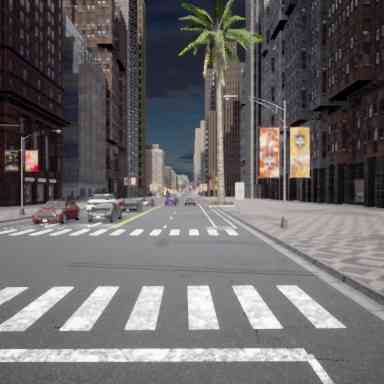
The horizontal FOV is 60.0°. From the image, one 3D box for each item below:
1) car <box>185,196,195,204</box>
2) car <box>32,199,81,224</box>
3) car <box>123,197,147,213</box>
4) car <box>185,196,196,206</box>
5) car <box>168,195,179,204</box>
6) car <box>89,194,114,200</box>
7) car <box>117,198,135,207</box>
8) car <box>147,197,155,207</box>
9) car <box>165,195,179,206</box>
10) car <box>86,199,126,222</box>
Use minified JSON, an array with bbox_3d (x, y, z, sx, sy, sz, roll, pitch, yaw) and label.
[{"bbox_3d":[-0.378,1.538,66.561,1.882,1.535,5.008,0,0,0],"label":"car"},{"bbox_3d":[-9.986,1.357,24.785,2.097,1.767,4.553,0,0,0],"label":"car"},{"bbox_3d":[-6.811,1.559,37.704,2.033,1.411,5.357,0,0,0],"label":"car"},{"bbox_3d":[-0.319,1.585,56.139,2.033,1.411,5.357,0,0,0],"label":"car"},{"bbox_3d":[-3.628,1.413,66.513,2.097,1.767,4.553,0,0,0],"label":"car"},{"bbox_3d":[-10.056,1.236,37.109,2.150,2.045,5.566,0,-1,0],"label":"car"},{"bbox_3d":[-10.121,1.630,51.437,1.895,1.301,4.718,0,0,-1],"label":"car"},{"bbox_3d":[-6.867,1.521,51.657,2.128,1.511,4.902,0,0,0],"label":"car"},{"bbox_3d":[-3.571,1.564,56.537,1.812,1.442,4.674,0,0,0],"label":"car"},{"bbox_3d":[-6.742,1.531,26.194,1.812,1.442,4.674,0,0,0],"label":"car"}]
